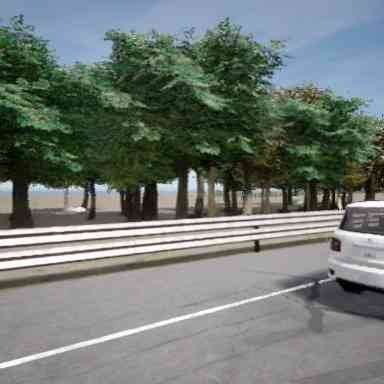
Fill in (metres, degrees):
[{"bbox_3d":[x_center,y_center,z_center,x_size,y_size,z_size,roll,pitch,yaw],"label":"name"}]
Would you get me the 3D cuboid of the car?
[{"bbox_3d":[5.394,1.206,7.500,5.566,2.045,2.150,0,0,-35],"label":"car"}]
